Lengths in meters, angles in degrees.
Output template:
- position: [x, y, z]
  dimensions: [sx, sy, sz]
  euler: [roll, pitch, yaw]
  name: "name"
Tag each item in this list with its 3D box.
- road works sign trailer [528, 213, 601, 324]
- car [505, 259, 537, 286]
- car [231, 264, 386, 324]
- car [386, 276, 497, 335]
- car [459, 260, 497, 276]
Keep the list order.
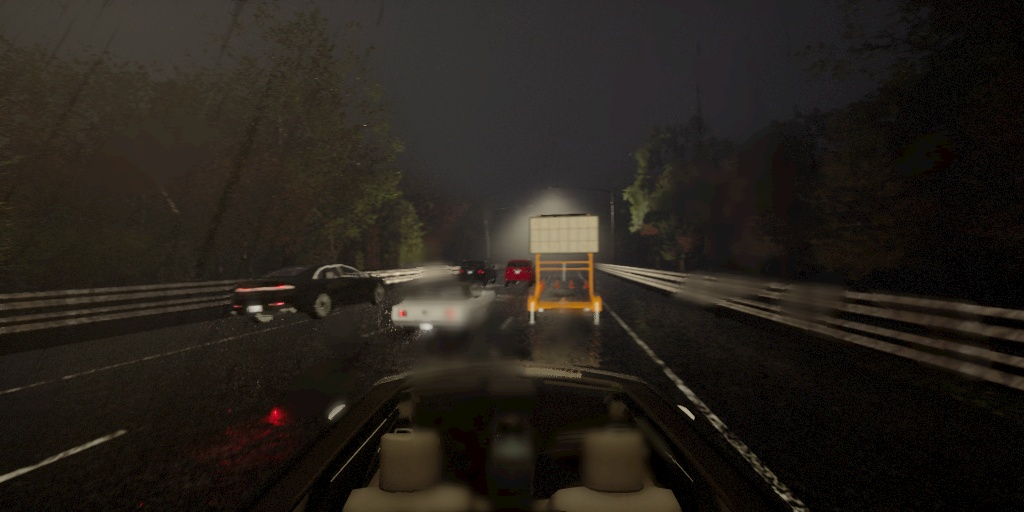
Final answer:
- position: [1.841, 0.333, 12.514]
  dimensions: [2.380, 3.560, 2.880]
  euler: [0, 0, 9]
  name: "road works sign trailer"
- position: [0.795, 1.307, 28.901]
  dimensions: [2.150, 2.045, 5.566]
  euler: [-1, -1, 9]
  name: "car"
- position: [-5.440, 0.982, 10.423]
  dimensions: [2.128, 1.511, 4.902]
  euler: [-4, -1, 7]
  name: "car"
- position: [-1.791, 1.491, 11.118]
  dimensions: [1.895, 1.301, 4.718]
  euler: [-1, -1, 8]
  name: "car"
- position: [-2.711, 1.350, 29.176]
  dimensions: [2.150, 2.045, 5.566]
  euler: [-1, -1, 8]
  name: "car"
